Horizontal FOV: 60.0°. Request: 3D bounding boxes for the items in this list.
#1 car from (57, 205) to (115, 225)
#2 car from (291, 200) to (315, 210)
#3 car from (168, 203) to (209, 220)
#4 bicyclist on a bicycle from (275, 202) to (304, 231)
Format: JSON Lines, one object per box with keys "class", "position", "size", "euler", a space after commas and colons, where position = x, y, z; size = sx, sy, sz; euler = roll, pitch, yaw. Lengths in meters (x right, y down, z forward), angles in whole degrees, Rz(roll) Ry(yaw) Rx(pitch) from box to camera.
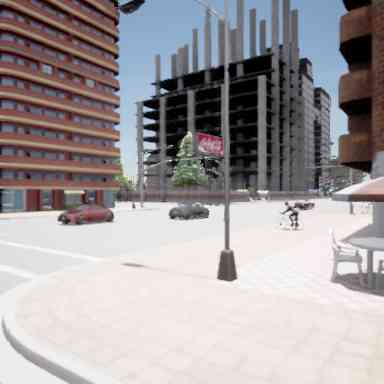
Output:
{"class": "car", "position": [-7.887, 1.670, 24.996], "size": [1.994, 1.385, 4.181], "euler": [0, 0, 36]}
{"class": "car", "position": [15.073, 1.698, 44.864], "size": [1.895, 1.301, 4.718], "euler": [0, 0, 36]}
{"class": "car", "position": [-0.213, 1.663, 29.419], "size": [1.994, 1.385, 4.181], "euler": [0, 0, 36]}
{"class": "bicyclist on a bicycle", "position": [5.507, 1.375, 18.863], "size": [1.656, 1.620, 0.582], "euler": [-1, 0, 36]}
